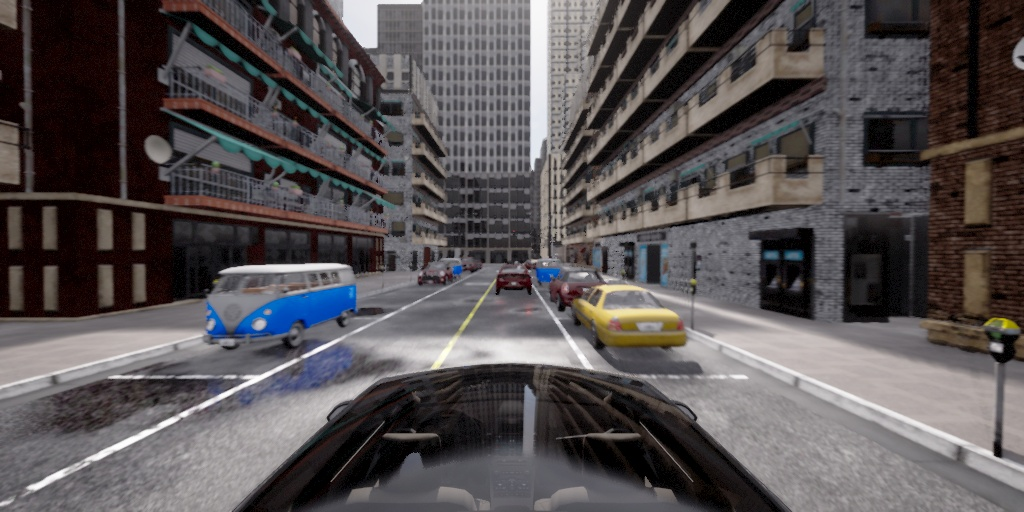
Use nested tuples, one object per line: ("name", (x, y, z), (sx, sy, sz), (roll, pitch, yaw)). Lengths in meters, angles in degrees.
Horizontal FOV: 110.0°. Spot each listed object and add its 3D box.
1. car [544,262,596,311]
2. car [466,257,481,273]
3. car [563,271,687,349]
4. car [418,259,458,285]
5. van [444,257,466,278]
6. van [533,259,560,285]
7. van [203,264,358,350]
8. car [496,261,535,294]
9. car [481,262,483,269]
("car", (2.565, 1.186, 14.357), (1.967, 1.591, 4.097), (0, 0, 0))
("car", (-5.315, 1.050, 42.083), (2.192, 1.841, 5.009), (0, 0, 0))
("car", (2.565, 1.273, 8.978), (1.751, 1.417, 4.829), (0, 0, 0))
("car", (-5.315, 1.183, 25.436), (1.967, 1.591, 4.097), (0, 0, 0))
("van", (-5.315, 1.082, 30.984), (1.690, 1.789, 3.998), (0, 0, 0))
("van", (2.565, 1.083, 25.455), (1.690, 1.789, 3.998), (0, 0, 0))
("van", (-5.315, 1.089, 8.788), (1.690, 1.789, 3.998), (0, 0, 0))
("car", (0.095, 1.222, 20.307), (1.882, 1.535, 5.008), (0, 0, 0))
("car", (-5.315, 1.298, 47.632), (1.948, 1.339, 4.313), (0, 0, 0))
